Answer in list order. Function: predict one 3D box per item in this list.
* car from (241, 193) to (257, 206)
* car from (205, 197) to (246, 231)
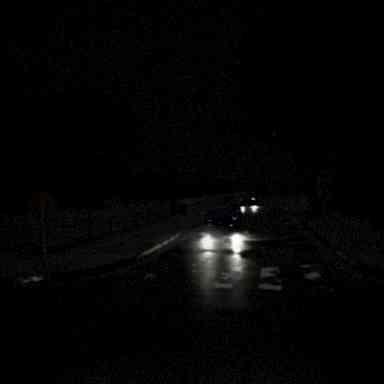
[{"bbox_3d":[7.758,0.951,45.518,2.097,1.767,4.553,-2,0,15],"label":"car"},{"bbox_3d":[2.013,1.365,20.158,1.882,1.535,5.008,-2,0,12],"label":"car"}]
